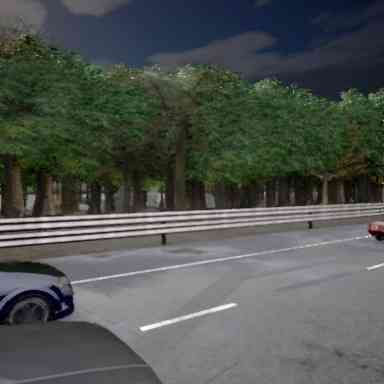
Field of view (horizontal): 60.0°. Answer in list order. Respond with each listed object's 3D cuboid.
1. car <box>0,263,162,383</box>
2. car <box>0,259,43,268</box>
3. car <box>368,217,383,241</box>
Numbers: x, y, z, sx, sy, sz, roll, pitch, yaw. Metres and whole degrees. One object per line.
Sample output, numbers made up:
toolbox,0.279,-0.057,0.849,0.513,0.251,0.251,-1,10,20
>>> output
car,-2.733,1.549,1.799,5.357,1.411,2.033,0,0,-36
car,-4.060,1.565,5.150,4.181,1.385,1.994,0,0,-36
car,10.154,1.572,15.298,4.718,1.301,1.895,0,0,-36
